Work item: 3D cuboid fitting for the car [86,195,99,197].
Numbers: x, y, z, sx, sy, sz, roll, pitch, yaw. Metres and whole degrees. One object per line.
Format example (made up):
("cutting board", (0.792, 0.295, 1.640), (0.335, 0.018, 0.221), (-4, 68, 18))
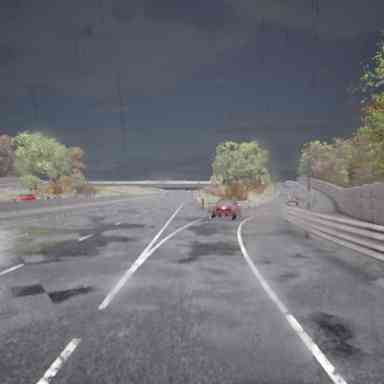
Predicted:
("car", (-20.997, 1.609, 72.268), (1.895, 1.301, 4.718), (0, 0, 0))

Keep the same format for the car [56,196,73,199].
("car", (-21.020, 1.549, 56.147), (2.033, 1.411, 5.357), (0, 0, 1))

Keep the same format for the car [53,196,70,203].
("car", (-27.997, 1.609, 71.619), (1.895, 1.301, 4.718), (0, 0, 0))

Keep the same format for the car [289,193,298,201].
("car", (26.325, 1.235, 85.898), (2.128, 1.511, 4.902), (0, 4, 19))

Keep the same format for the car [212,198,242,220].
("car", (3.196, 1.460, 29.690), (2.097, 1.767, 4.553), (2, -2, 15))

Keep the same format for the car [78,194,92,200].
("car", (-27.996, 1.171, 87.446), (2.128, 1.511, 4.902), (0, 0, 0))

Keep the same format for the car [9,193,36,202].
("car", (-28.020, 1.223, 55.374), (2.150, 2.045, 5.566), (0, 0, 1))

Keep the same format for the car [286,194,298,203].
("car", (22.841, 1.904, 76.454), (1.895, 1.301, 4.718), (0, 3, 20))
